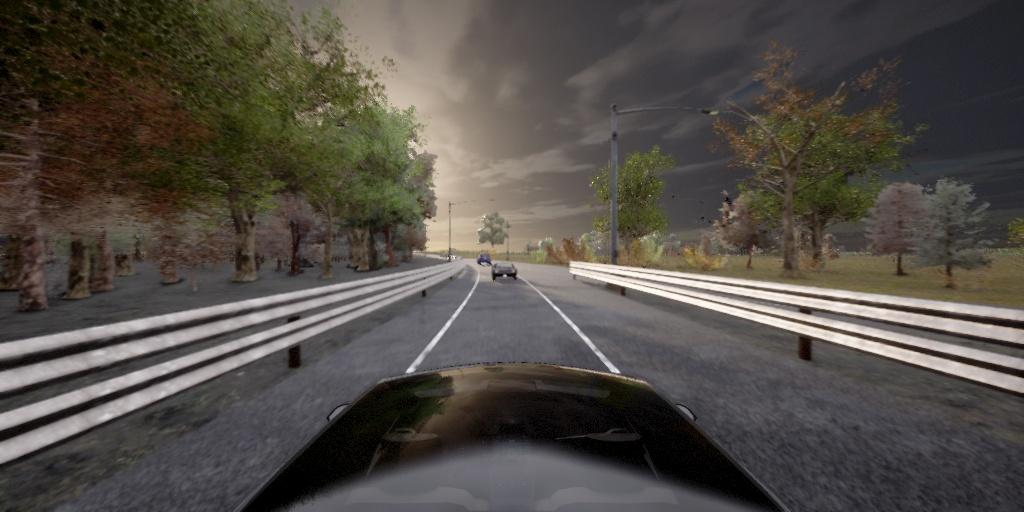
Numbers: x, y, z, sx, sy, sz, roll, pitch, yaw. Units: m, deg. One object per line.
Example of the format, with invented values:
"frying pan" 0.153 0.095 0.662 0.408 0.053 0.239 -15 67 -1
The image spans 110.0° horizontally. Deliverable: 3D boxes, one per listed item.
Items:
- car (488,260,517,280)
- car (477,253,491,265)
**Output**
"car" -0.710 1.167 28.961 1.895 1.301 4.718 0 0 -5
"car" -5.038 0.538 63.948 2.150 2.045 5.566 0 1 -10
